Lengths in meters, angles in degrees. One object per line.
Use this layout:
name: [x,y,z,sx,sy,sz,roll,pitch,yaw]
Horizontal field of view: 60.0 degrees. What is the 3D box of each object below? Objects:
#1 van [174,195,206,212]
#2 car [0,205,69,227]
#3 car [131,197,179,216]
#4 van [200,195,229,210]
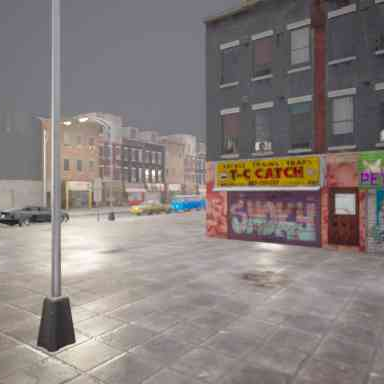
van: [-0.449,1.249,35.918,1.690,1.788,3.998,0,0,36]
car: [-10.333,1.522,22.111,1.947,1.339,4.313,0,0,36]
car: [-3.645,1.449,31.454,1.752,1.417,4.829,0,0,36]
van: [2.845,1.234,40.520,1.690,1.788,3.998,0,0,36]
